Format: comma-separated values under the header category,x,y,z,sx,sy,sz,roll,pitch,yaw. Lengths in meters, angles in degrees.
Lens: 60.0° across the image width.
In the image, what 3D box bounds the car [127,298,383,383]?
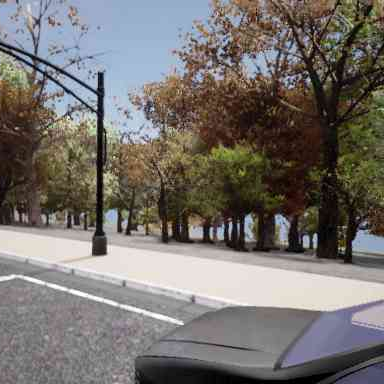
category,x,y,z,sx,sy,sz,roll,pitch,yaw
car,1.994,1.548,2.263,5.357,1.411,2.033,0,0,35
